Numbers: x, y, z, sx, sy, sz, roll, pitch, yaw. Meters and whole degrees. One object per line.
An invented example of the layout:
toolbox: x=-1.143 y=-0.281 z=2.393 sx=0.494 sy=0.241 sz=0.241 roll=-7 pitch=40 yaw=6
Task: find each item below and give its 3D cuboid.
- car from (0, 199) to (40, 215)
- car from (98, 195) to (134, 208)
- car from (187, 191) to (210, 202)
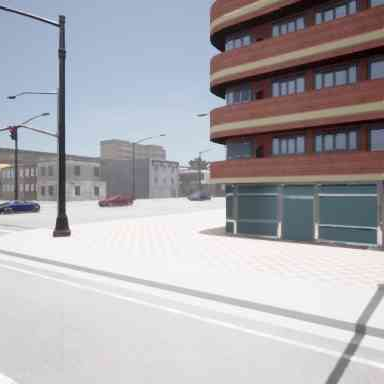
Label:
car: x=-17.218 y=1.434 z=32.762 sx=1.994 sy=1.385 sz=4.181 roll=0 pitch=1 yaw=37
car: x=-9.771 y=1.162 z=42.792 sx=1.882 sy=1.535 sz=5.008 roll=0 pitch=1 yaw=37
car: x=1.201 y=0.712 z=57.491 sx=2.097 sy=1.767 sz=4.553 roll=0 pitch=1 yaw=37
